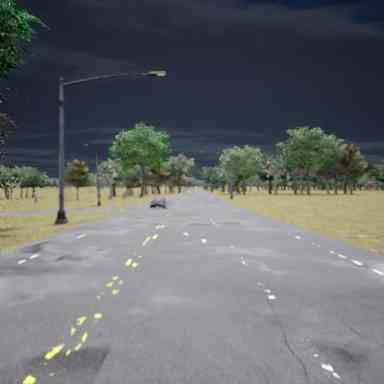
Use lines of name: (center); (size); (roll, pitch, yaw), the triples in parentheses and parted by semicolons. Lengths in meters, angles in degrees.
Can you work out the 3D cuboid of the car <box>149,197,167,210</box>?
car: (-4.021, 1.311, 40.512); (2.033, 1.411, 5.357); (0, 0, -1)
